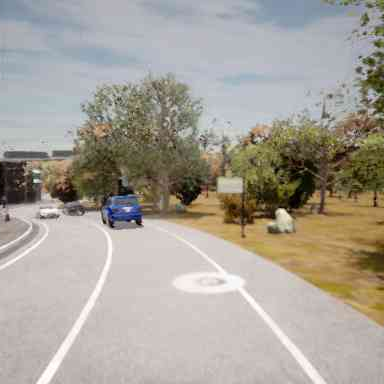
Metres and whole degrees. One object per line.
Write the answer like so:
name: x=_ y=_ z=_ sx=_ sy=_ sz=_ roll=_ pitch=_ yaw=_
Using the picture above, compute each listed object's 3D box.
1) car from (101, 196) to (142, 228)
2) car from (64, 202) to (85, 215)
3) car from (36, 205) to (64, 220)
car: x=-5.141 y=1.330 z=23.906 sx=2.150 sy=2.045 sz=5.566 roll=-2 pitch=0 yaw=-22
car: x=-14.431 y=1.973 z=40.248 sx=1.837 sy=1.490 sz=4.892 roll=-4 pitch=1 yaw=-33
car: x=-15.559 y=2.106 z=35.822 sx=1.812 sy=1.442 sz=4.674 roll=-4 pitch=1 yaw=-33
